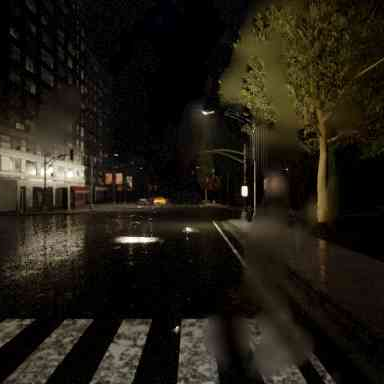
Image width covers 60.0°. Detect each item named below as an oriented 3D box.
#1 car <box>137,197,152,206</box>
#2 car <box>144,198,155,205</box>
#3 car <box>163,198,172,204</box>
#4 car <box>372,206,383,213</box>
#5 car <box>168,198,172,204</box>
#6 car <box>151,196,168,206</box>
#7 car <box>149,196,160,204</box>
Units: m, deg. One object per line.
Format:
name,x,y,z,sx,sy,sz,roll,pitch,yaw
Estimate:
car,-9.601,2.004,65.649,1.994,1.385,4.181,0,-1,0
car,-9.578,2.128,75.517,1.994,1.385,4.181,0,-1,0
car,-6.303,2.259,86.178,1.812,1.442,4.674,0,-1,0
car,41.779,3.908,74.422,4.892,1.490,1.837,4,-3,-45
car,-6.327,2.122,75.976,2.033,1.411,5.357,0,-1,0
car,-6.350,1.922,65.976,1.882,1.535,5.008,0,-1,0
car,-9.553,1.956,85.923,2.150,2.045,5.566,0,-1,0
